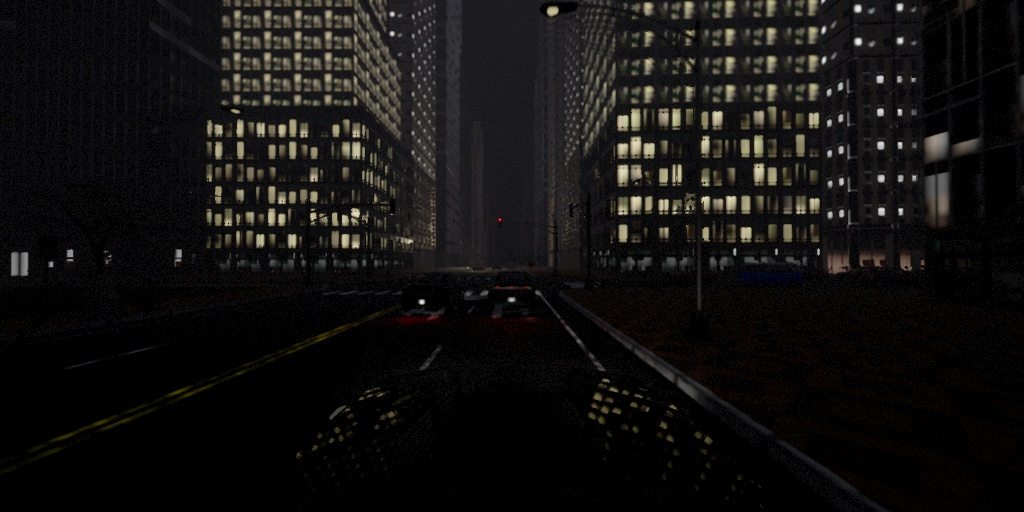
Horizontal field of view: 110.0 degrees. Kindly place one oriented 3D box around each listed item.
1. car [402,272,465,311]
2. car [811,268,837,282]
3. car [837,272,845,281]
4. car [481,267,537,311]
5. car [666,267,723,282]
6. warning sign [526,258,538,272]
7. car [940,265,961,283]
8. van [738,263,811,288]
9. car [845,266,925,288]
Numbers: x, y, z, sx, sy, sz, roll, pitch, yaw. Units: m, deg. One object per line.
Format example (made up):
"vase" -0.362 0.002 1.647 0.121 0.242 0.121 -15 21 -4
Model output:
"car" -3.228 1.408 15.344 1.837 1.490 4.892 0 0 0
"car" 26.918 1.715 33.158 4.207 1.307 1.802 0 0 2
"car" 32.478 1.680 32.958 4.507 1.381 1.888 0 0 2
"car" 0.047 1.394 15.343 2.128 1.511 4.902 0 -1 1
"car" 17.083 1.656 33.642 4.829 1.417 1.751 0 0 2
"warning sign" 2.843 1.501 53.627 1.300 1.860 1.060 0 0 0
"car" 38.038 1.578 32.758 4.097 1.591 1.967 0 0 2
"van" 18.355 1.388 25.470 3.998 1.789 1.690 0 0 2
"car" 26.634 1.491 25.284 4.097 1.591 1.967 0 0 2
